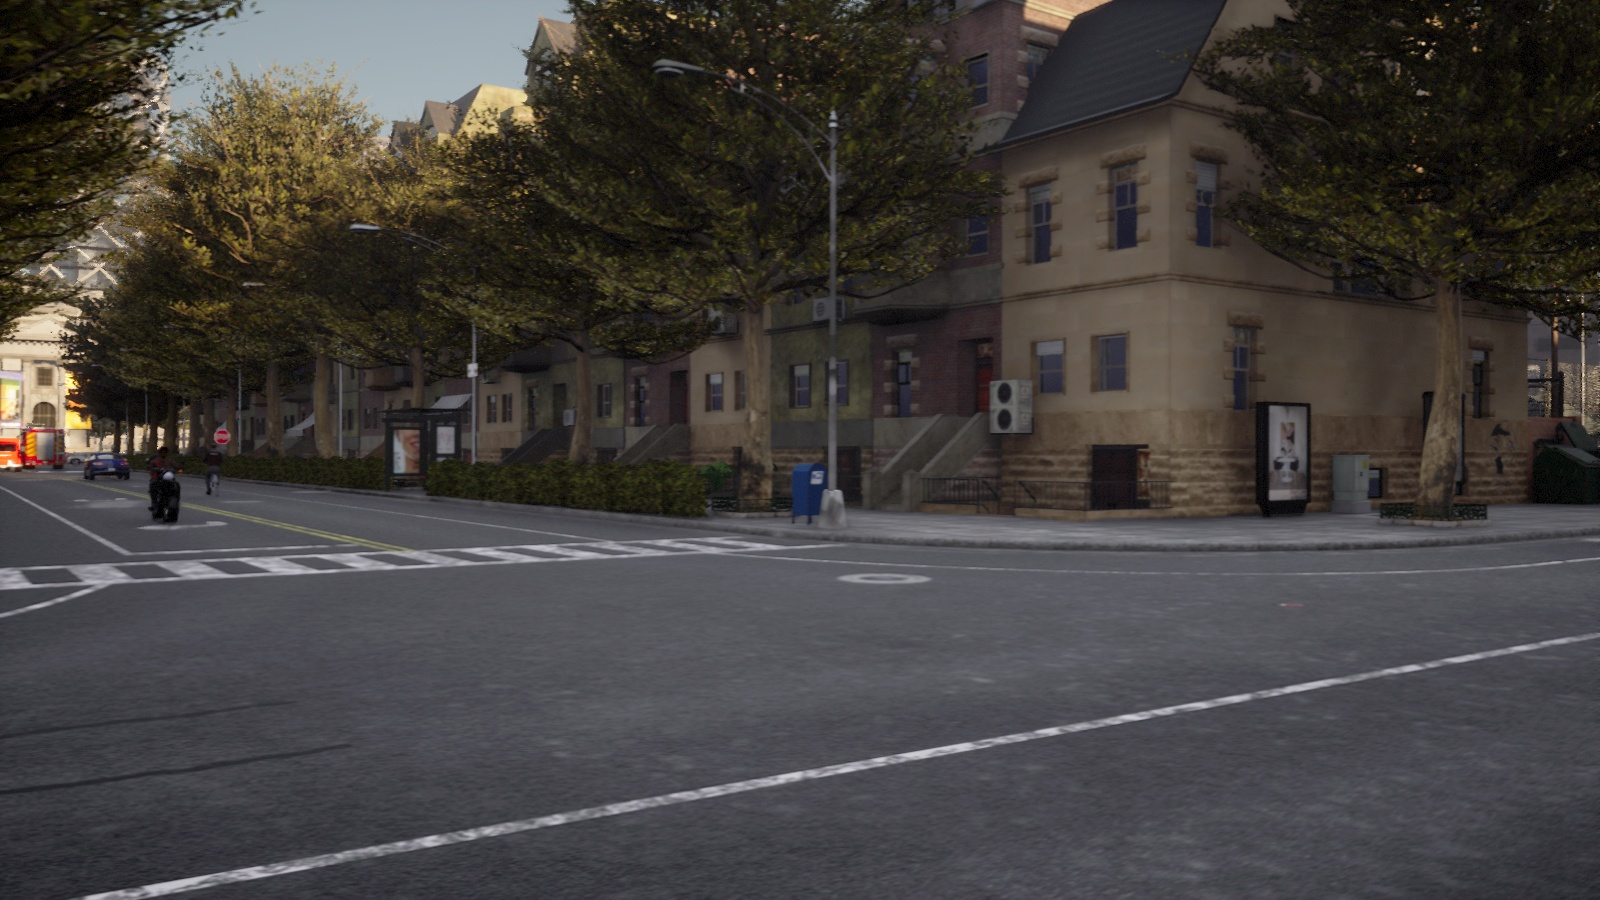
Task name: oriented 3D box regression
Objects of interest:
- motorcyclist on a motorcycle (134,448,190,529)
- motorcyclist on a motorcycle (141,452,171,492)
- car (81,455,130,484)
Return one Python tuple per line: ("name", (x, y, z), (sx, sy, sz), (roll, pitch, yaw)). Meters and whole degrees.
("motorcyclist on a motorcycle", (-13.643, 0.790, 26.831), (0.766, 1.649, 2.350), (0, 0, -35))
("motorcyclist on a motorcycle", (-26.455, 0.881, 51.559), (0.866, 1.590, 1.817), (0, 0, -35))
("car", (-36.875, 1.012, 66.660), (1.812, 1.442, 4.674), (0, 0, -35))
